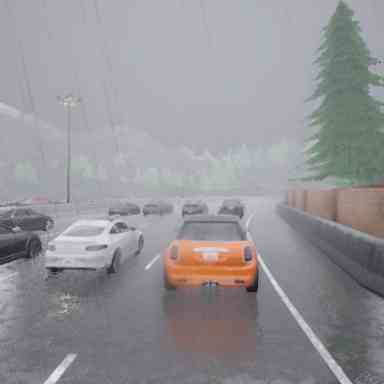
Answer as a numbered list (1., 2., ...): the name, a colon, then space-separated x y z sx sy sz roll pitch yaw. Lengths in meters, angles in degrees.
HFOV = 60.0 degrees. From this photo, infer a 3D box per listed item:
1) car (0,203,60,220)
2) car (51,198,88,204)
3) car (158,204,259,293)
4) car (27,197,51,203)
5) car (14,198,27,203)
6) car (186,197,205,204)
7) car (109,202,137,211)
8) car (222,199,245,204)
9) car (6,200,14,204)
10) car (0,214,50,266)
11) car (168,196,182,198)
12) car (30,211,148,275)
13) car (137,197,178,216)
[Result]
1. car: -9.181 1.542 17.457 1.837 1.490 4.892 0 0 7
2. car: -15.110 1.586 42.444 2.128 1.511 4.902 0 0 16
3. car: 0.548 1.373 9.133 2.097 1.767 4.553 0 0 4
4. car: -18.573 1.694 43.114 1.895 1.301 4.718 0 0 15
5. car: -21.457 1.449 45.664 2.097 1.767 4.553 0 0 16
6. car: 0.379 1.567 31.556 2.128 1.511 4.902 0 0 13
7. car: -6.533 1.639 32.705 1.994 1.385 4.181 0 0 13
8. car: 3.852 1.428 31.002 2.097 1.767 4.553 0 0 13
9. car: -24.439 1.580 47.944 1.882 1.535 5.008 0 0 16
10. car: -6.395 1.586 10.067 1.994 1.385 4.181 0 0 4
11. car: -3.235 1.706 80.701 1.812 1.442 4.674 0 0 28
12. car: -2.859 1.549 10.503 1.812 1.442 4.674 0 0 5
13. car: -3.136 1.566 31.871 2.128 1.511 4.902 0 0 12
